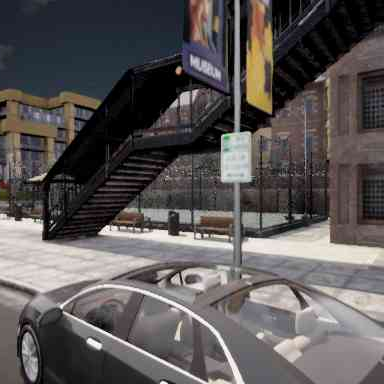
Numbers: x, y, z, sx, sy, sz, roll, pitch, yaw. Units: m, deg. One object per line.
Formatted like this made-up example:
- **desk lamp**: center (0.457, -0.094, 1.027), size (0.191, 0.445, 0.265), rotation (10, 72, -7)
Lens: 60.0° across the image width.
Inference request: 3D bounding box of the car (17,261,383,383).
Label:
- **car**: center (-0.173, 1.477, 3.385), size (2.231, 1.521, 4.892), rotation (0, 0, -45)
